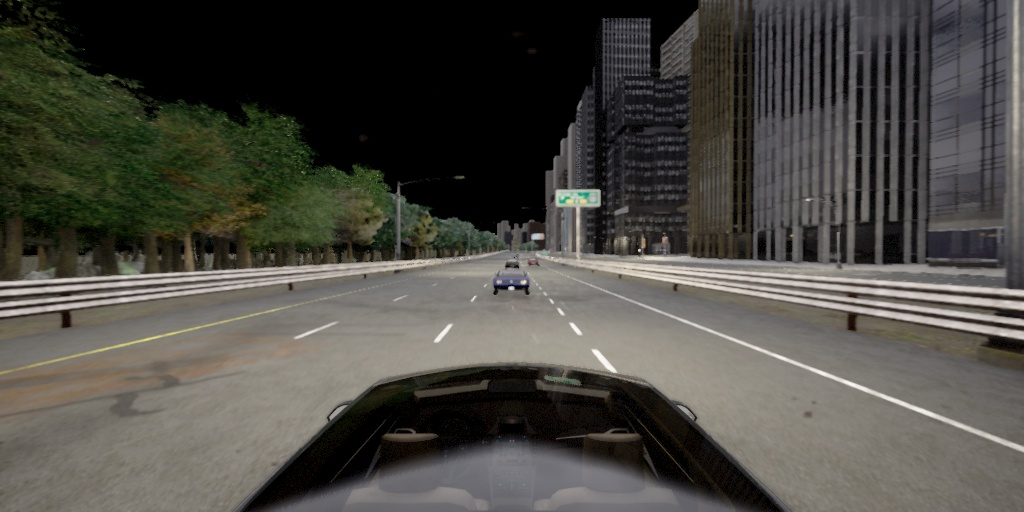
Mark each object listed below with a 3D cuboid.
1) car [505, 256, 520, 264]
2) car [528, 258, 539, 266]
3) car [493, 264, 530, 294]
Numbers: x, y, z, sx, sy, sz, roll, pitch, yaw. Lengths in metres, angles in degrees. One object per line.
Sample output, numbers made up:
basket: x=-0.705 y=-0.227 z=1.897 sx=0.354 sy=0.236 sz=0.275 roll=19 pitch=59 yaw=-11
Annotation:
car: x=0.070 y=1.103 z=48.511 sx=1.882 sy=1.535 sz=5.008 roll=0 pitch=0 yaw=0
car: x=3.796 y=1.051 z=64.710 sx=1.812 sy=1.442 sz=4.674 roll=0 pitch=0 yaw=1
car: x=-0.027 y=1.322 z=20.023 sx=1.895 sy=1.301 sz=4.718 roll=0 pitch=0 yaw=0
